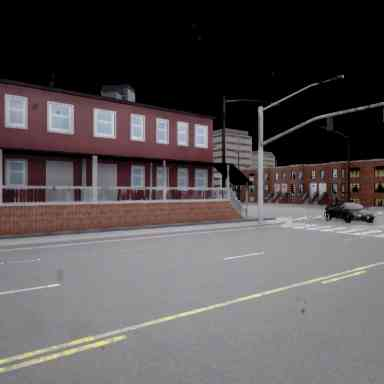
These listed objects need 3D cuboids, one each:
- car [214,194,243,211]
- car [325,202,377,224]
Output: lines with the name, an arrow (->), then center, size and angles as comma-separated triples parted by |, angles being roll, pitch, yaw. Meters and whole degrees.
car -> 3.655, 1.221, 39.947 | 2.150, 2.045, 5.566 | 0, 0, -36
car -> 11.690, 1.507, 24.748 | 1.837, 1.490, 4.892 | 2, -1, -4
